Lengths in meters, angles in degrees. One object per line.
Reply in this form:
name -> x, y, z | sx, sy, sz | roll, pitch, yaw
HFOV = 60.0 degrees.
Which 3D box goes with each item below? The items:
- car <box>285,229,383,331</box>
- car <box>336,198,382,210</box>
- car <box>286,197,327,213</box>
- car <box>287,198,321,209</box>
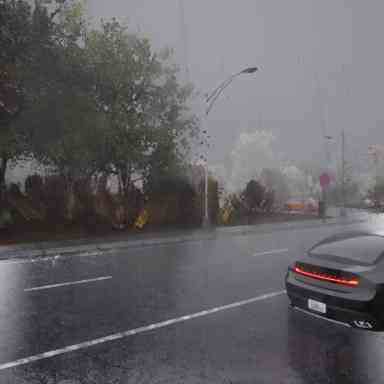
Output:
car -> 3.891, 1.503, 6.513 | 4.892, 1.490, 1.837 | 0, 0, -35
car -> 21.396, 1.539, 42.912 | 2.033, 1.411, 5.357 | 0, 0, -32
car -> 12.566, 1.346, 36.862 | 2.097, 1.767, 4.553 | 0, 0, -32
car -> 15.386, 1.556, 45.894 | 1.994, 1.385, 4.181 | 0, 0, -32
